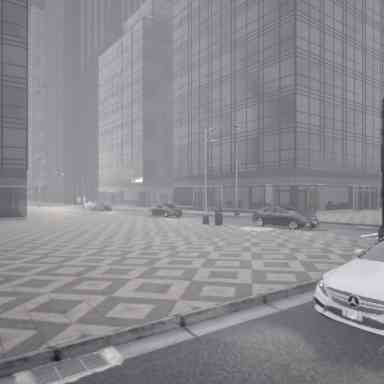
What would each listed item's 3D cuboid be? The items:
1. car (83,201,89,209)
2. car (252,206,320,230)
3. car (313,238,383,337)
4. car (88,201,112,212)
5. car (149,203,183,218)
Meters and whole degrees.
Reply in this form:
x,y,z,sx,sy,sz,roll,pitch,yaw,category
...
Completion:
x,y,z,sx,sy,sz,roll,pitch,yaw,category
-19.182,2.476,63.100,1.812,1.442,4.674,0,-1,-36,car
6.261,1.709,22.585,1.837,1.490,4.892,0,-1,-36,car
4.266,1.525,6.175,4.674,1.442,1.812,0,0,-34,car
-13.567,2.294,50.069,1.994,1.385,4.181,0,-1,-36,car
-2.809,1.947,35.093,1.837,1.490,4.892,0,-1,-36,car
